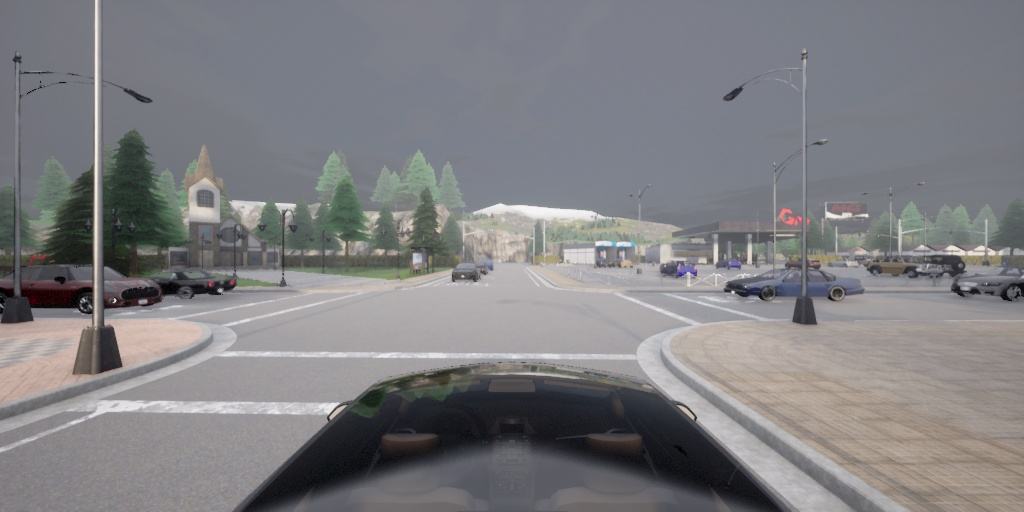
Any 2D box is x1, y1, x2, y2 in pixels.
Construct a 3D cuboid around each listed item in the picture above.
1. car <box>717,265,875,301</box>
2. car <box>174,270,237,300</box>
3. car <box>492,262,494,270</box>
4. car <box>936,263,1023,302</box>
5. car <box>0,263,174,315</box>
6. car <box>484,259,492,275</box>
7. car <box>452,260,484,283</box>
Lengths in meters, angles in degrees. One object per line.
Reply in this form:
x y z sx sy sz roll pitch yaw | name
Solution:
12.838 1.281 16.483 5.357 1.411 2.033 0 0 1 | car
-15.986 1.334 16.910 4.718 1.301 1.895 0 0 -1 | car
-3.539 1.224 49.094 1.882 1.535 5.008 0 0 0 | car
23.188 1.225 16.366 4.902 1.511 2.128 0 0 1 | car
-15.677 1.086 13.087 4.553 1.767 2.097 0 0 1 | car
-3.562 1.295 38.692 2.033 1.411 5.357 0 0 0 | car
-3.571 1.226 28.593 1.882 1.535 5.008 0 0 0 | car
